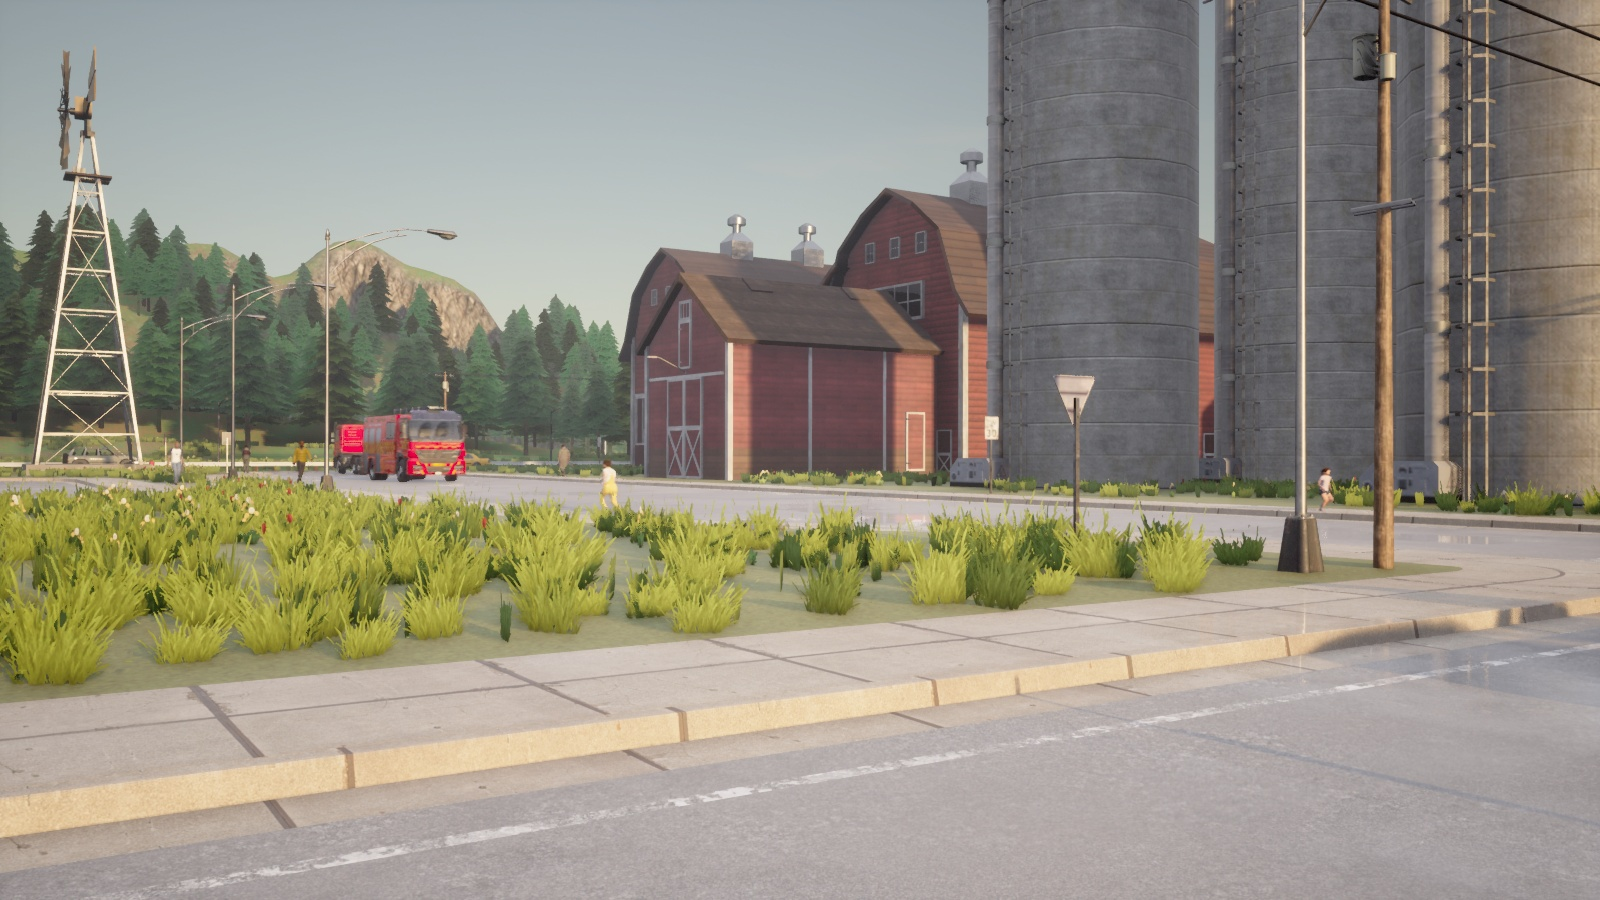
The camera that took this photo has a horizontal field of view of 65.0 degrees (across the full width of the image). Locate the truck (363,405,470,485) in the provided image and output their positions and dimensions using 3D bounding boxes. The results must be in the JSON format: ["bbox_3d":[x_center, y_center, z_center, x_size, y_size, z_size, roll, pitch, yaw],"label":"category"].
[{"bbox_3d":[-19.861,-0.219,64.644,2.891,3.827,8.468,0,0,-34],"label":"truck"}]

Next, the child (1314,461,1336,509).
[{"bbox_3d":[12.316,0.826,29.471,0.255,1.110,0.394,0,0,-30],"label":"child"}]

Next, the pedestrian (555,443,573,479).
[{"bbox_3d":[-13.090,0.598,69.573,0.659,1.952,0.873,0,0,-35],"label":"pedestrian"}]

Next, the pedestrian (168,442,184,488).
[{"bbox_3d":[-25.115,0.587,50.565,0.706,1.836,0.354,0,0,44],"label":"pedestrian"}]

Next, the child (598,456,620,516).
[{"bbox_3d":[-4.029,0.753,26.463,0.270,1.263,0.437,0,0,-40],"label":"child"}]

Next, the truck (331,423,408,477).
[{"bbox_3d":[-28.996,0.031,84.387,2.891,3.462,7.936,0,0,-34],"label":"truck"}]

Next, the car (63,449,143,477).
[{"bbox_3d":[-47.233,0.870,85.084,4.605,1.855,1.932,0,0,-33],"label":"car"}]

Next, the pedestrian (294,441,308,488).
[{"bbox_3d":[-19.791,0.564,49.816,0.370,1.835,0.726,0,0,-34],"label":"pedestrian"}]

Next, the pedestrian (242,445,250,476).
[{"bbox_3d":[-34.977,0.668,79.280,0.402,1.930,0.666,0,0,-29],"label":"pedestrian"}]
